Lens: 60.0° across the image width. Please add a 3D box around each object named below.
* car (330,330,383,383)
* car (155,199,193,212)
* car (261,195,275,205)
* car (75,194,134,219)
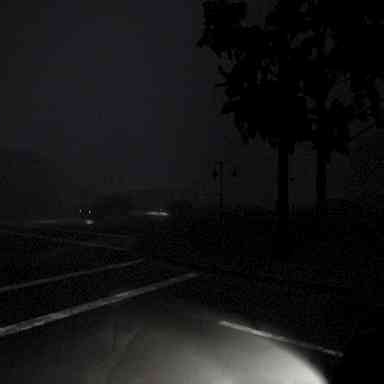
[{"bbox_3d":[2.951,1.564,1.868,4.181,1.385,1.994,0,0,36],"label":"car"},{"bbox_3d":[-1.928,1.544,38.569,2.033,1.411,5.357,0,0,34],"label":"car"},{"bbox_3d":[13.891,1.344,60.734,2.097,1.767,4.553,0,0,7],"label":"car"},{"bbox_3d":[-7.729,1.218,30.004,2.150,2.045,5.566,0,0,35],"label":"car"}]
